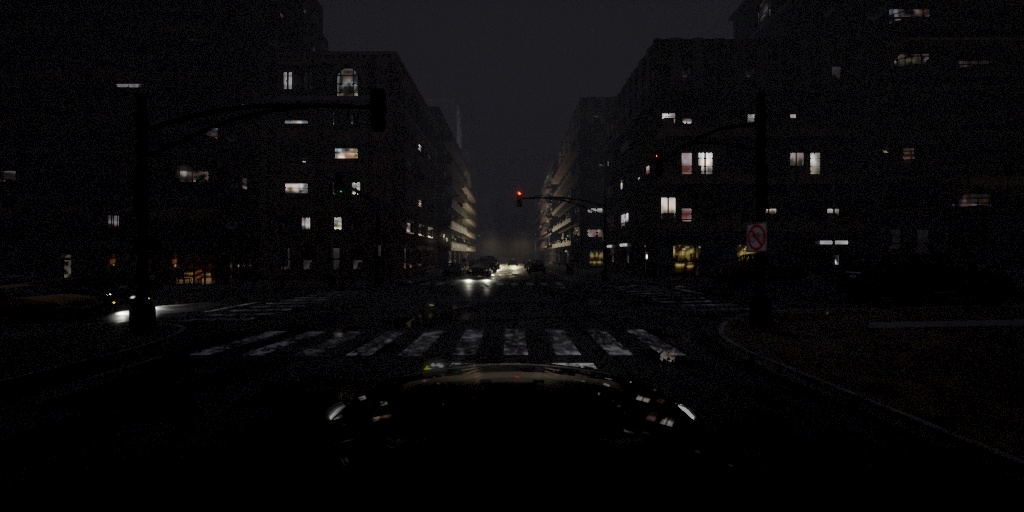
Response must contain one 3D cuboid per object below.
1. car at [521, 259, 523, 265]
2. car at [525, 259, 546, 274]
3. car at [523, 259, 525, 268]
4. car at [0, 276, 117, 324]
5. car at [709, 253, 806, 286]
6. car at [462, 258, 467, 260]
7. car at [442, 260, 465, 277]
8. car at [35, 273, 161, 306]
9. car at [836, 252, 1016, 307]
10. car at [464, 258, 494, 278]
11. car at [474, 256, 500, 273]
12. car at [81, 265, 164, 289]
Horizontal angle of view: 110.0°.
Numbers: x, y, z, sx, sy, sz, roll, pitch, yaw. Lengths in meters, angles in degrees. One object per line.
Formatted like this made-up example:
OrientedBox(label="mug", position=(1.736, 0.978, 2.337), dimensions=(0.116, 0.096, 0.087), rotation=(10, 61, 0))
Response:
OrientedBox(label="car", position=(2.829, 1.348, 57.811), dimensions=(1.802, 1.307, 4.207), rotation=(0, 0, 0))
OrientedBox(label="car", position=(2.786, 1.198, 40.763), dimensions=(1.967, 1.591, 4.097), rotation=(0, 0, 0))
OrientedBox(label="car", position=(2.801, 1.200, 46.446), dimensions=(1.967, 1.591, 4.097), rotation=(0, 0, 0))
OrientedBox(label="car", position=(-17.603, 1.585, 12.803), dimensions=(4.829, 1.417, 1.751), rotation=(0, 0, 0))
OrientedBox(label="car", position=(14.624, 0.759, 21.385), dimensions=(5.009, 1.841, 2.192), rotation=(0, 0, 0))
OrientedBox(label="car", position=(-5.594, 1.283, 40.612), dimensions=(1.751, 1.417, 4.829), rotation=(0, 0, 0))
OrientedBox(label="car", position=(-5.608, 1.322, 35.099), dimensions=(1.948, 1.339, 4.313), rotation=(0, 0, 0))
OrientedBox(label="car", position=(-18.288, 1.627, 15.388), dimensions=(4.181, 1.385, 1.994), rotation=(-1, 0, 0))
OrientedBox(label="car", position=(14.738, 0.775, 13.006), dimensions=(5.009, 1.841, 2.192), rotation=(0, 0, 0))
OrientedBox(label="car", position=(-3.022, 1.233, 34.083), dimensions=(1.882, 1.535, 5.008), rotation=(0, 0, 0))
OrientedBox(label="car", position=(-2.995, 0.981, 44.065), dimensions=(2.150, 2.045, 5.566), rotation=(0, 0, 0))
OrientedBox(label="car", position=(-23.551, 1.462, 21.114), dimensions=(5.009, 1.841, 2.192), rotation=(0, 0, 0))
